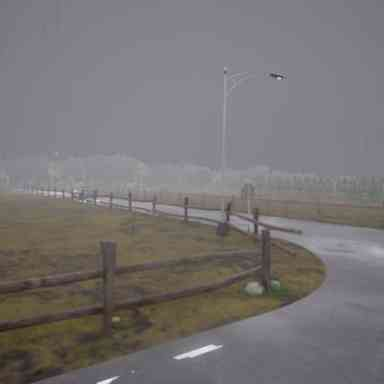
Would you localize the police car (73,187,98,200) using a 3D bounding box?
[{"bbox_3d":[-13.399,0.151,41.479,2.038,1.542,4.974,0,2,-36],"label":"police car"}]
